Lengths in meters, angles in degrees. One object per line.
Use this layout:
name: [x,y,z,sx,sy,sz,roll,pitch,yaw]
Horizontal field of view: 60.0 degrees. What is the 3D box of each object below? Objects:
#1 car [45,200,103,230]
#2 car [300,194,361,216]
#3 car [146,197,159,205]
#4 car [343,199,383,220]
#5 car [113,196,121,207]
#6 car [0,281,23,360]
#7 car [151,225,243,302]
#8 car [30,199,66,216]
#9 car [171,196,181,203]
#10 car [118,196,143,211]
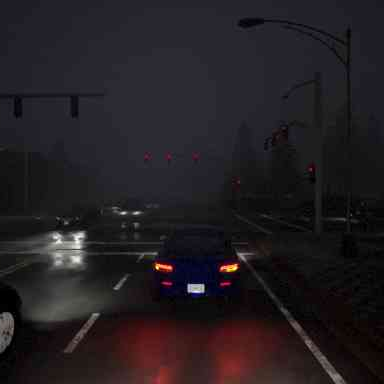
car: [-7.114,1.491,21.273,2.128,1.511,4.902,0,0,0]
car: [13.078,1.222,31.153,5.566,2.045,2.150,0,0,0]
car: [-7.078,1.564,60.445,1.994,1.385,4.181,0,0,1]
car: [15.898,1.547,27.652,5.357,1.411,2.033,0,0,0]
car: [-10.622,1.351,50.626,2.097,1.767,4.553,0,0,0]
car: [-3.440,1.505,3.008,1.837,1.490,4.892,0,0,0]
car: [0.135,1.526,8.140,1.812,1.442,4.674,0,0,2]
car: [-13.392,1.478,33.086,1.882,1.535,5.008,2,1,42]
car: [-3.447,1.477,69.651,1.882,1.535,5.008,0,0,0]
car: [-7.123,1.504,39.941,1.837,1.490,4.892,0,0,0]
